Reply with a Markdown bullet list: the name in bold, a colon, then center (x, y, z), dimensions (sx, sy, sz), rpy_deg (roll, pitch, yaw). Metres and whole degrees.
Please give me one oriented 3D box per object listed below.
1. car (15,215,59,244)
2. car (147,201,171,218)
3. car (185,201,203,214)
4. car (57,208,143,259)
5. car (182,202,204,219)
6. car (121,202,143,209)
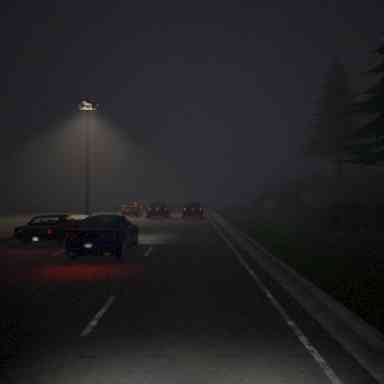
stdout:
- **car**: center (-6.897, 1.803, 16.911), dimensions (1.895, 1.301, 4.718), rpy_deg (0, -1, 0)
- **car**: center (-3.391, 1.767, 34.817), dimensions (2.097, 1.767, 4.553), rpy_deg (0, -1, 0)
- **car**: center (0.307, 2.016, 43.836), dimensions (2.128, 1.511, 4.902), rpy_deg (0, -1, 2)
- **car**: center (-3.398, 1.638, 13.369), dimensions (1.882, 1.535, 5.008), rpy_deg (0, -1, 0)
- **car**: center (0.104, 1.760, 34.190), dimensions (2.097, 1.767, 4.553), rpy_deg (0, -1, 0)
- **car**: center (-6.855, 1.934, 38.222), dimensions (1.882, 1.535, 5.008), rpy_deg (0, -1, 1)
